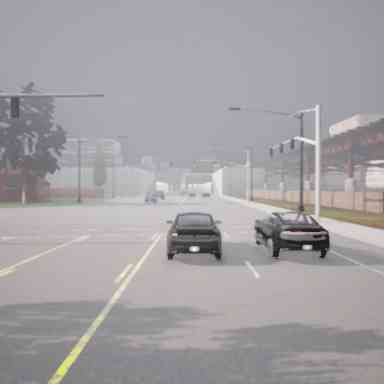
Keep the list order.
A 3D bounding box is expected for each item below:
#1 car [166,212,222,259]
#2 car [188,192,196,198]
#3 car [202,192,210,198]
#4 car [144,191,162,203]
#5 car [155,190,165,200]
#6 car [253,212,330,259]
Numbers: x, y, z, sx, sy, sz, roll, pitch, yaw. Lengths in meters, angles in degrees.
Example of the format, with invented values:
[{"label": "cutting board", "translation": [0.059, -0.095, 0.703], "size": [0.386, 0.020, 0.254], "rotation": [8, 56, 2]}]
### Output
[{"label": "car", "translation": [0.072, 1.507, 12.663], "size": [1.837, 1.490, 4.892], "rotation": [0, 0, 0]}, {"label": "car", "translation": [-0.004, 0.710, 82.916], "size": [1.812, 1.442, 4.674], "rotation": [0, 1, 0]}, {"label": "car", "translation": [3.496, 0.664, 82.915], "size": [1.882, 1.535, 5.008], "rotation": [0, 1, 0]}, {"label": "car", "translation": [-7.035, 1.079, 57.524], "size": [2.128, 1.511, 4.902], "rotation": [0, 1, 0]}, {"label": "car", "translation": [-7.003, 0.603, 70.685], "size": [2.150, 2.045, 5.566], "rotation": [0, 1, 0]}, {"label": "car", "translation": [3.585, 1.495, 12.718], "size": [2.128, 1.511, 4.902], "rotation": [0, 0, 0]}]
